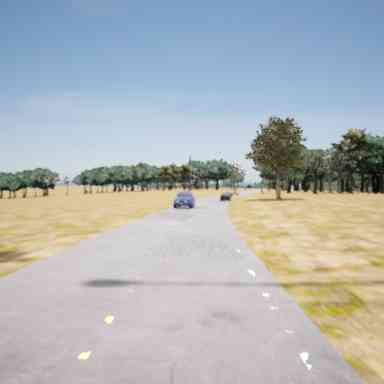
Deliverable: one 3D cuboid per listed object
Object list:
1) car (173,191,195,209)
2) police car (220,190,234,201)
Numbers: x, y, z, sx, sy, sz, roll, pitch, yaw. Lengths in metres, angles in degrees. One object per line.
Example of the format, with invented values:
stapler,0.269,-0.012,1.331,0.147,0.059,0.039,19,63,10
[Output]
car,-0.865,0.958,40.213,2.150,2.045,5.566,0,1,6
police car,6.299,0.864,62.405,1.930,1.638,5.238,0,1,9
